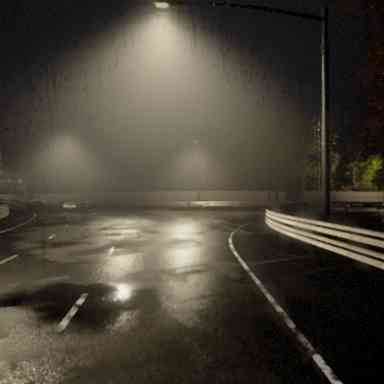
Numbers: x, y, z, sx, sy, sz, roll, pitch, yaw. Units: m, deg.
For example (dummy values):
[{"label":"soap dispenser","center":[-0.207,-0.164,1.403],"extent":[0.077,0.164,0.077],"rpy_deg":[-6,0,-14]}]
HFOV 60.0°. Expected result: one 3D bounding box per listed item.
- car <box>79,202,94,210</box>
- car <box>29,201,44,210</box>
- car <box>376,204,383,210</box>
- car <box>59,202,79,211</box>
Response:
[{"label":"car","center":[-18.278,2.322,56.941],"extent":[1.994,1.385,4.181],"rpy_deg":[1,-1,-32]},{"label":"car","center":[-26.429,2.286,56.591],"extent":[1.812,1.442,4.674],"rpy_deg":[0,-1,-35]},{"label":"car","center":[31.852,2.278,53.990],"extent":[4.718,1.301,1.895],"rpy_deg":[0,-1,-23]},{"label":"car","center":[-20.166,2.316,53.536],"extent":[1.895,1.301,4.718],"rpy_deg":[0,-1,-32]}]
